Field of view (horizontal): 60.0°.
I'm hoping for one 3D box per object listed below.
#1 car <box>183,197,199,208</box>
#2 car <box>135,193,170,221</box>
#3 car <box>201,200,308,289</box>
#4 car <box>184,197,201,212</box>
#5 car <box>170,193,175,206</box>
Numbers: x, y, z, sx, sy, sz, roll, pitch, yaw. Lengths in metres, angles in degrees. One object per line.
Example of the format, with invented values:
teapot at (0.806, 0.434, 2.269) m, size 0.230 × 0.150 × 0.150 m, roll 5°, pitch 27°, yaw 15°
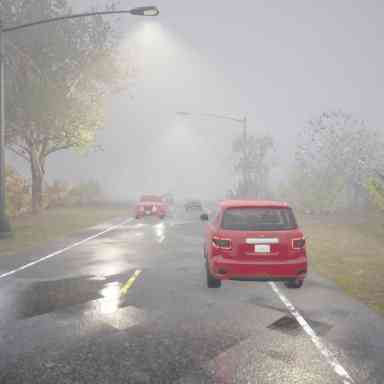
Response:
car at (-0.213, 1.456, 48.945) m, size 2.033 × 1.411 × 5.357 m, roll 0°, pitch 0°, yaw -2°
car at (-3.304, 1.187, 27.498) m, size 2.150 × 2.045 × 5.566 m, roll 0°, pitch 0°, yaw -1°
car at (1.455, 1.217, 9.325) m, size 2.150 × 2.045 × 5.566 m, roll 0°, pitch 0°, yaw 1°
car at (0.172, 1.441, 38.591) m, size 1.837 × 1.490 × 4.892 m, roll 0°, pitch 0°, yaw -2°
car at (-4.003, 1.119, 53.470) m, size 2.150 × 2.045 × 5.566 m, roll 0°, pitch 0°, yaw -3°
